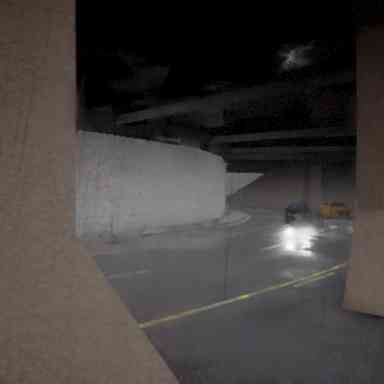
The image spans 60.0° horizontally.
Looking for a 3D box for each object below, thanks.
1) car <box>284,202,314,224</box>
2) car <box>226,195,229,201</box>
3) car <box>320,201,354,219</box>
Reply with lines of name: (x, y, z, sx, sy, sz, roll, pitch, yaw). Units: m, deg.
car: (8.173, 1.566, 25.367, 2.128, 1.511, 4.902, 0, 0, 18)
car: (6.145, 1.217, 71.144, 2.150, 2.045, 5.566, 0, 0, -14)
car: (12.986, 1.557, 30.048, 1.882, 1.535, 5.008, 0, 0, 8)
